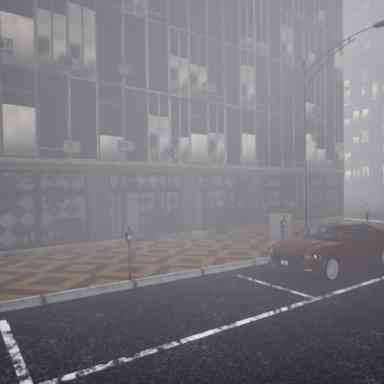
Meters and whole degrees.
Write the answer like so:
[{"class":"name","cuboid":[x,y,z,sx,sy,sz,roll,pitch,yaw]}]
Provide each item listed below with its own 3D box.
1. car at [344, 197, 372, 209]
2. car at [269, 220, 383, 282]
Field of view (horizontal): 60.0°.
[{"class":"car","cuboid":[18.698,1.269,39.609,1.752,1.417,4.829,-1,1,-35]},{"class":"car","cuboid":[4.164,1.541,9.725,4.507,1.381,1.887,0,-1,-36]}]
